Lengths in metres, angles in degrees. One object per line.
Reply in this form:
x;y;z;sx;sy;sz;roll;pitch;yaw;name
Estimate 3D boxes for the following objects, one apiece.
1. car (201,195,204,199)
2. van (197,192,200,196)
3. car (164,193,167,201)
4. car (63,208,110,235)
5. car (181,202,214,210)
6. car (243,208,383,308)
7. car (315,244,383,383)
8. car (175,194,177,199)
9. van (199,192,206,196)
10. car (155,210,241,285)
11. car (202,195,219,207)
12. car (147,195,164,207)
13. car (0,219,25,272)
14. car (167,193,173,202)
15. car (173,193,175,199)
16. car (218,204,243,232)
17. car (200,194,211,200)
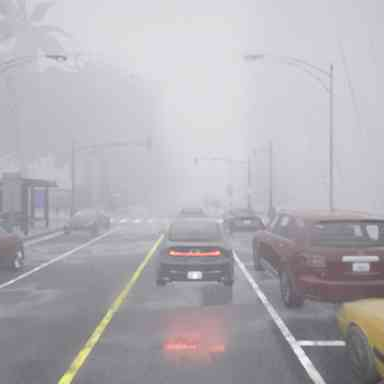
2.748;1.480;50.521;1.947;1.339;4.313;0;0;0;car
2.739;1.178;83.043;1.690;1.788;3.998;0;0;0;van
-5.779;1.344;55.958;1.967;1.590;4.097;0;0;0;car
-5.769;1.555;18.679;1.802;1.307;4.206;0;0;0;car
-0.002;1.536;19.419;1.994;1.385;4.181;0;0;0;car
2.759;1.304;7.813;2.192;1.841;5.009;0;0;0;car
2.761;1.522;2.558;1.752;1.417;4.829;0;0;0;car
-5.787;1.348;88.310;1.752;1.417;4.829;0;0;0;car
2.744;1.233;61.361;1.690;1.788;3.998;0;0;0;van
0.075;1.492;9.391;1.837;1.490;4.892;0;0;0;car
2.750;1.491;45.100;1.947;1.339;4.313;0;0;0;car
-5.777;1.466;50.538;2.008;1.369;4.403;0;0;0;car
-5.766;1.429;7.826;1.967;1.590;4.097;0;0;0;car
-5.783;1.306;72.219;1.967;1.590;4.097;0;0;0;car
-5.785;1.167;77.640;2.192;1.841;5.009;0;0;0;car
2.757;1.539;18.664;1.947;1.339;4.313;0;0;0;car
2.747;1.429;56.111;1.752;1.417;4.829;0;0;0;car
